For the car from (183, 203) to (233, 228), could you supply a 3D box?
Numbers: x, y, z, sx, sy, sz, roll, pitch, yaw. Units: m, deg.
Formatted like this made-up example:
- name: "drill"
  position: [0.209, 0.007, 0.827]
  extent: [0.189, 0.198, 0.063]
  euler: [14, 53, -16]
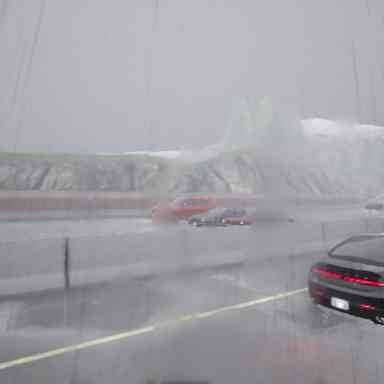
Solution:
- name: "car"
  position: [2.339, 1.708, 22.811]
  extent: [5.357, 1.411, 2.033]
  euler: [1, 0, -35]

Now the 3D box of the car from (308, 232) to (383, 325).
- name: "car"
  position: [4.426, 1.601, 6.895]
  extent: [4.892, 1.490, 1.837]
  euler: [0, 0, -35]

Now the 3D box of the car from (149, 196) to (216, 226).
- name: "car"
  position: [-0.473, 1.359, 25.108]
  extent: [5.566, 2.045, 2.150]
  euler: [1, 0, -35]

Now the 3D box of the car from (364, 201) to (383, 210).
- name: "car"
  position: [30.471, 2.251, 55.529]
  extent: [2.033, 1.411, 5.357]
  euler: [0, 0, 42]

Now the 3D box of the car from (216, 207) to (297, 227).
- name: "car"
  position: [3.997, 1.764, 19.699]
  extent: [4.718, 1.301, 1.895]
  euler: [1, 0, -35]
